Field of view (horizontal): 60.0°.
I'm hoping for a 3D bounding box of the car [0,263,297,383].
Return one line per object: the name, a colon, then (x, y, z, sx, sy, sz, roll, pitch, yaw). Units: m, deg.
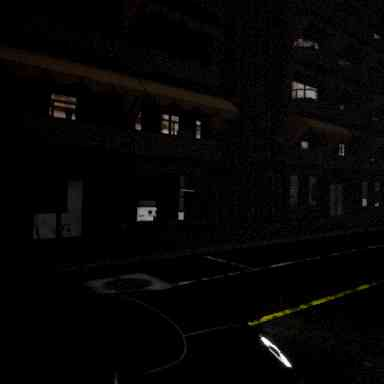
car: (-1.278, 1.351, 2.368, 4.553, 1.767, 2.097, 0, 0, -35)
